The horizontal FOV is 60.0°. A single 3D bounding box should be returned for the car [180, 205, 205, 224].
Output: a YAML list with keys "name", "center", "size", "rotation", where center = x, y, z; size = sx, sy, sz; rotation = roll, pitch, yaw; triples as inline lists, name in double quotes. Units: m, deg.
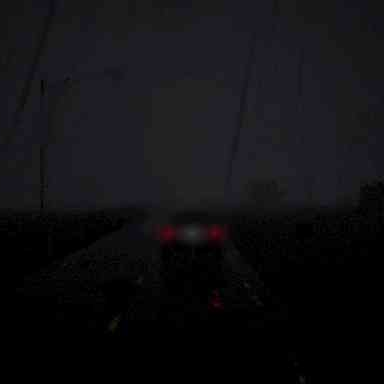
- name: "car"
  center: [0.031, 1.865, 28.461]
  size: [1.994, 1.385, 4.181]
  rotation: [0, -1, 1]

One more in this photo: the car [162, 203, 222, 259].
- name: "car"
  center: [0.029, 1.489, 13.411]
  size: [2.097, 1.767, 4.553]
  rotation: [0, -1, 0]

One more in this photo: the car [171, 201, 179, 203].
- name: "car"
  center: [-2.755, 2.166, 54.568]
  size: [1.994, 1.385, 4.181]
  rotation: [0, -1, 0]
